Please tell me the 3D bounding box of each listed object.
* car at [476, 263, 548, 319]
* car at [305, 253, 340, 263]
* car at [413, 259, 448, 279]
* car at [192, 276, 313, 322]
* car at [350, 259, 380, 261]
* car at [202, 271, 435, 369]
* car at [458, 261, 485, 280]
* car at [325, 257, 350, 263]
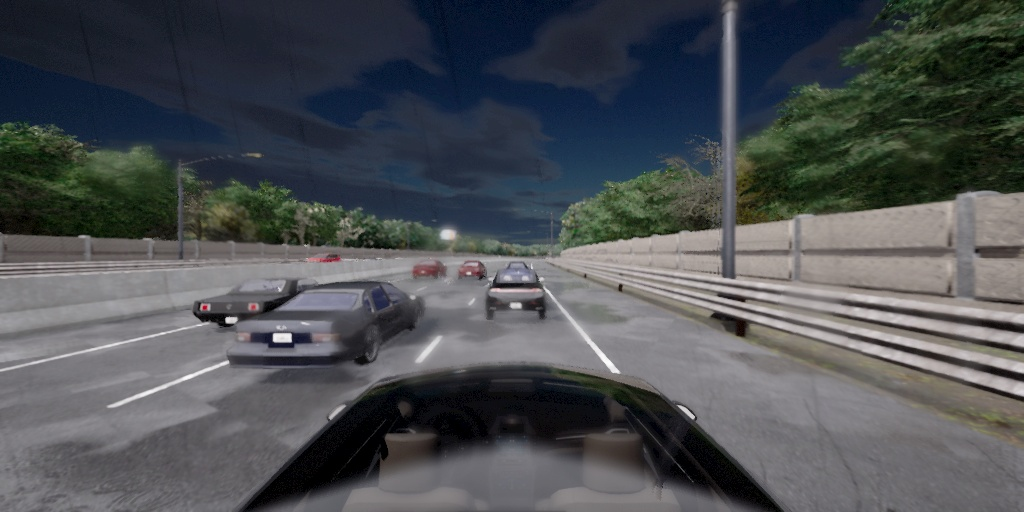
[{"bbox_3d":[0.155,1.159,12.367,2.128,1.511,4.902,0,0,1],"label":"car"},{"bbox_3d":[-23.729,0.682,45.337,2.150,2.045,5.566,0,0,3],"label":"car"},{"bbox_3d":[-6.555,1.022,29.147,1.882,1.535,5.008,0,0,1],"label":"car"},{"bbox_3d":[-6.864,1.275,11.047,1.895,1.301,4.718,0,0,1],"label":"car"},{"bbox_3d":[-16.831,1.020,42.934,2.033,1.411,5.357,0,0,2],"label":"car"},{"bbox_3d":[-3.403,1.248,7.871,2.033,1.411,5.357,0,0,1],"label":"car"},{"bbox_3d":[-3.078,1.077,28.430,1.812,1.442,4.674,0,0,1],"label":"car"},{"bbox_3d":[-20.295,1.068,43.710,1.895,1.301,4.718,0,0,2],"label":"car"}]
